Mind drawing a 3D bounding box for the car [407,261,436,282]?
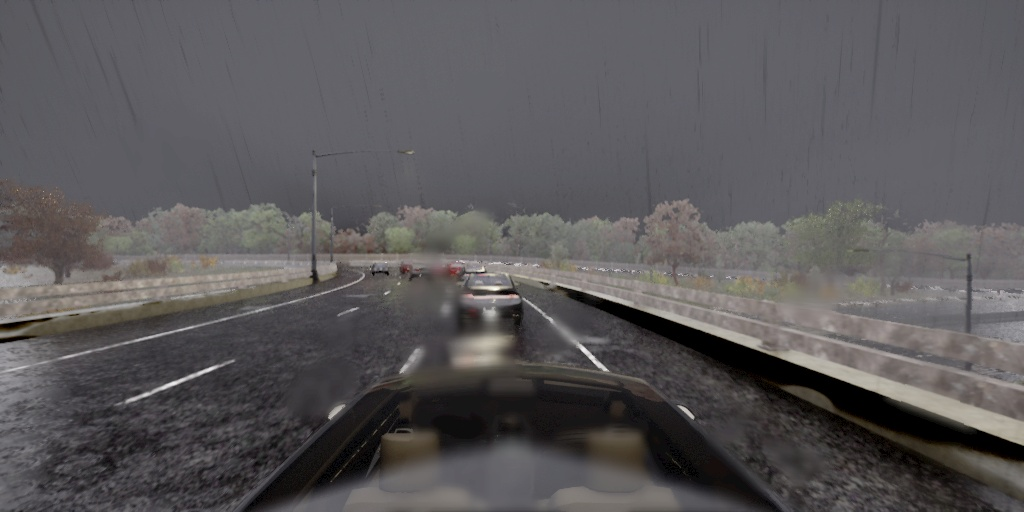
[{"bbox_3d":[-7.963,1.398,31.227,1.837,1.490,4.892,0,0,-16],"label":"car"}]

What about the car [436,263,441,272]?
[{"bbox_3d":[-9.808,1.527,46.468,1.994,1.385,4.181,0,0,-23],"label":"car"}]

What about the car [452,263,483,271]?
[{"bbox_3d":[-2.584,1.345,23.621,2.128,1.511,4.902,0,0,-11],"label":"car"}]

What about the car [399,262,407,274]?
[{"bbox_3d":[-13.000,1.438,45.060,1.882,1.535,5.008,0,0,-23],"label":"car"}]

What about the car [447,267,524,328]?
[{"bbox_3d":[-0.752,1.287,11.597,2.128,1.511,4.902,0,0,-5],"label":"car"}]

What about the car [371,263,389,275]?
[{"bbox_3d":[-15.583,1.498,42.320,2.033,1.411,5.357,0,0,-23],"label":"car"}]

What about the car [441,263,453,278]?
[{"bbox_3d":[-5.355,1.384,34.628,1.882,1.535,5.008,0,-1,-17],"label":"car"}]
